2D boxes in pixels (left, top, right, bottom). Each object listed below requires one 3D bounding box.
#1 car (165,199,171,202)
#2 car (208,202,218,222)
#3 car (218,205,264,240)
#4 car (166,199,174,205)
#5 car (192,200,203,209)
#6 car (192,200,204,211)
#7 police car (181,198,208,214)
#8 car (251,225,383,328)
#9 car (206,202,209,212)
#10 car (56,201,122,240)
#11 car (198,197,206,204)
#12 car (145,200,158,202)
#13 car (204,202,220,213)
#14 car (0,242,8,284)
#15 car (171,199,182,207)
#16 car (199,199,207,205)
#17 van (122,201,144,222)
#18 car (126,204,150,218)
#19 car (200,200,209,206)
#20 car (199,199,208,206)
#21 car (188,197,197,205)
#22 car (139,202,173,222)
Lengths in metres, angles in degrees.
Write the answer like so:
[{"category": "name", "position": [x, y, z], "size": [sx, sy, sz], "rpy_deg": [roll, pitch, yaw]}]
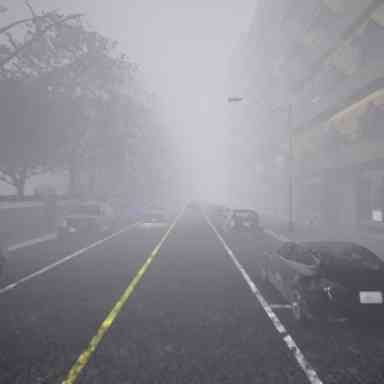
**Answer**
[{"category": "car", "position": [-5.633, 2.417, 80.280], "size": [1.967, 1.590, 4.097], "rpy_deg": [0, -1, 0]}, {"category": "car", "position": [2.712, 1.870, 29.774], "size": [1.752, 1.417, 4.829], "rpy_deg": [0, -1, 0]}, {"category": "car", "position": [2.703, 1.650, 18.345], "size": [1.967, 1.590, 4.097], "rpy_deg": [0, -1, 0]}, {"category": "car", "position": [-5.629, 2.491, 85.908], "size": [1.967, 1.590, 4.097], "rpy_deg": [0, -1, 0]}, {"category": "car", "position": [0.943, 2.185, 59.256], "size": [1.882, 1.535, 5.008], "rpy_deg": [0, -1, 0]}, {"category": "car", "position": [0.939, 2.090, 53.446], "size": [1.801, 1.575, 5.366], "rpy_deg": [0, -1, 0]}, {"category": "police car", "position": [0.475, 1.938, 43.556], "size": [1.930, 1.638, 5.238], "rpy_deg": [0, -1, 12]}, {"category": "car", "position": [2.695, 1.647, 7.084], "size": [1.947, 1.339, 4.313], "rpy_deg": [0, -1, 0]}, {"category": "car", "position": [2.715, 1.993, 35.233], "size": [1.802, 1.307, 4.206], "rpy_deg": [0, -1, 0]}, {"category": "car", "position": [-5.676, 1.524, 18.352], "size": [2.192, 1.841, 5.009], "rpy_deg": [0, -1, 0]}, {"category": "car", "position": [2.755, 2.441, 91.534], "size": [2.192, 1.841, 5.009], "rpy_deg": [0, -1, 0]}, {"category": "car", "position": [-5.661, 2.023, 40.869], "size": [1.887, 1.381, 4.507], "rpy_deg": [0, -1, 0]}, {"category": "car", "position": [2.723, 2.114, 46.495], "size": [1.947, 1.339, 4.313], "rpy_deg": [0, -1, 0]}, {"category": "car", "position": [-5.685, 1.646, 7.090], "size": [1.947, 1.339, 4.313], "rpy_deg": [0, -1, 0]}, {"category": "car", "position": [-2.948, 2.352, 71.001], "size": [1.837, 1.490, 4.892], "rpy_deg": [0, -1, 0]}, {"category": "car", "position": [2.752, 2.492, 85.903], "size": [1.967, 1.590, 4.097], "rpy_deg": [0, -1, 0]}, {"category": "van", "position": [-5.669, 1.683, 29.611], "size": [1.690, 1.788, 3.998], "rpy_deg": [0, -1, 0]}, {"category": "car", "position": [-5.665, 1.992, 35.238], "size": [1.802, 1.307, 4.206], "rpy_deg": [0, -1, 0]}, {"category": "car", "position": [2.744, 2.449, 74.643], "size": [1.887, 1.381, 4.507], "rpy_deg": [0, -1, 0]}, {"category": "car", "position": [2.747, 2.522, 80.273], "size": [1.887, 1.381, 4.507], "rpy_deg": [0, -1, 0]}, {"category": "car", "position": [0.059, 2.113, 77.756], "size": [2.097, 1.767, 4.553], "rpy_deg": [0, -1, 0]}, {"category": "car", "position": [-3.078, 1.892, 29.782], "size": [2.033, 1.411, 5.357], "rpy_deg": [0, -1, 0]}]
